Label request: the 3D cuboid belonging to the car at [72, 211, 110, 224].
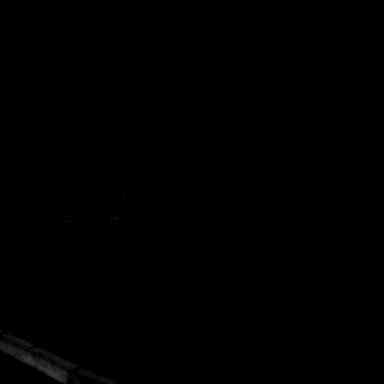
[{"bbox_3d":[-10.959,2.721,36.165,1.994,1.385,4.181,-4,-3,32],"label":"car"}]
